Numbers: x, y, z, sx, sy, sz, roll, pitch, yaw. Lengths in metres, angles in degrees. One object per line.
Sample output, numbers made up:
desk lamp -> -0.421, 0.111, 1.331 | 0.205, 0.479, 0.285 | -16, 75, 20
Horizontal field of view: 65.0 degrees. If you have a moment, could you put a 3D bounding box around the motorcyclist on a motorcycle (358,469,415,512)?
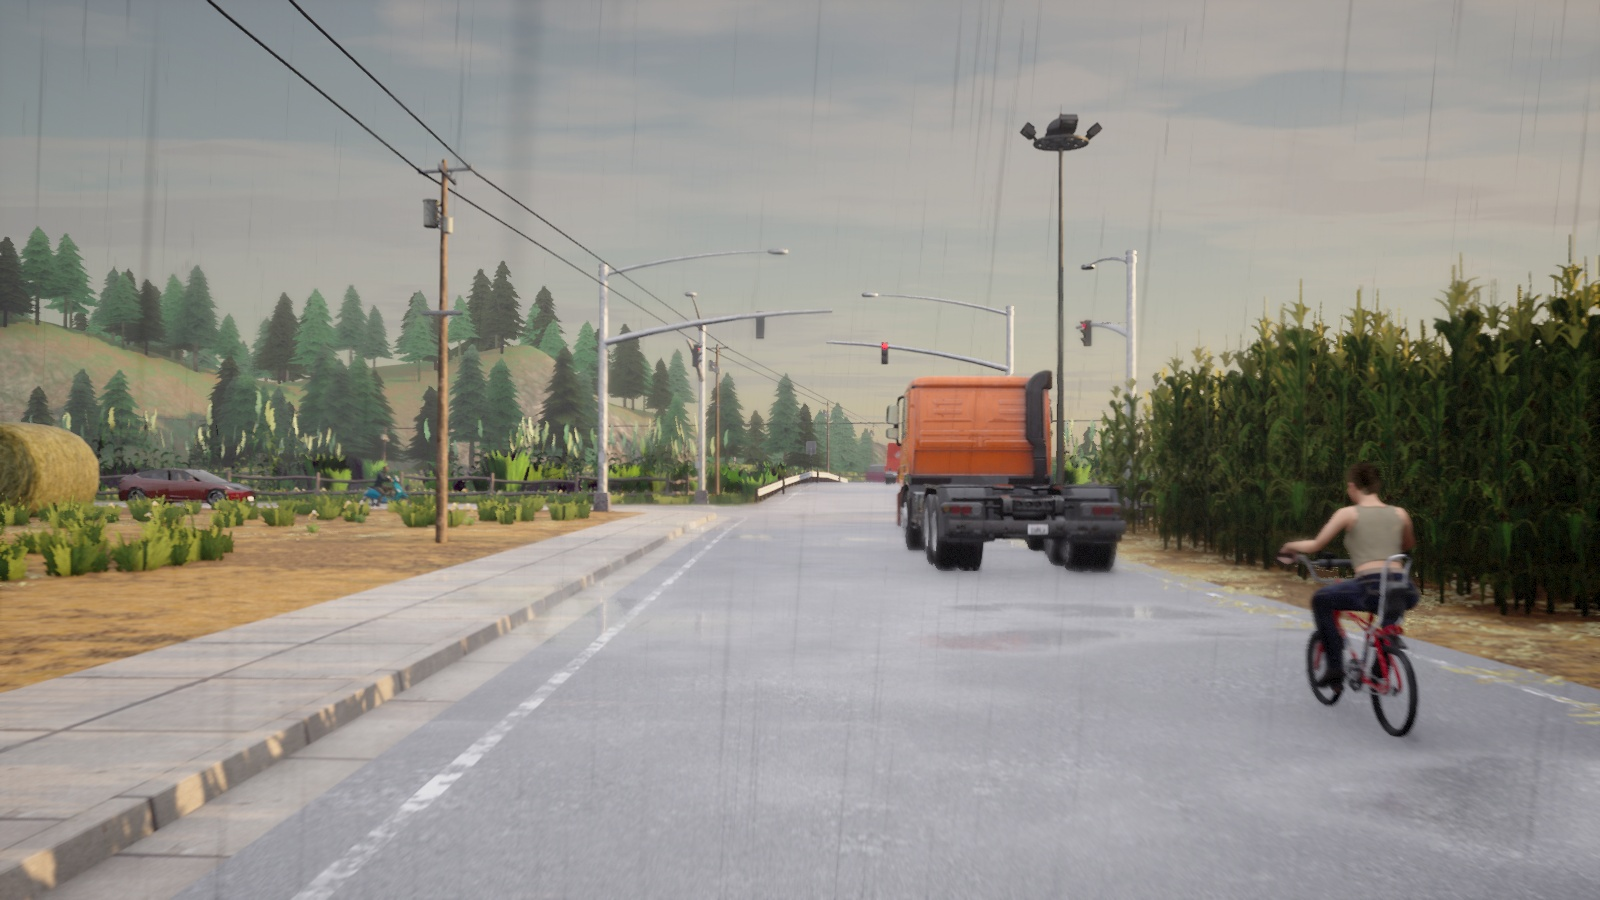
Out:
motorcyclist on a motorcycle -> -15.335, 1.499, 46.625 | 1.817, 1.590, 0.866 | 0, -1, 3

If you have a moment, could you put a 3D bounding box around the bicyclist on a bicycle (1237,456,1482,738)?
bicyclist on a bicycle -> 3.475, 0.856, 7.965 | 0.866, 1.612, 1.509 | 0, -1, 0

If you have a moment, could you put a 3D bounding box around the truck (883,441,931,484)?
truck -> 6.435, 0.727, 74.985 | 2.627, 2.467, 5.204 | 0, 0, 7

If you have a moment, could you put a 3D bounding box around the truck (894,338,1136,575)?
truck -> 3.442, 0.156, 22.349 | 2.891, 3.462, 7.936 | 0, -1, 0

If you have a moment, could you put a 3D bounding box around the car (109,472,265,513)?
car -> -22.891, 1.582, 46.993 | 4.792, 1.488, 2.163 | 0, -1, 3
